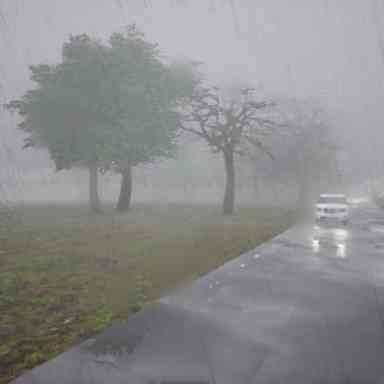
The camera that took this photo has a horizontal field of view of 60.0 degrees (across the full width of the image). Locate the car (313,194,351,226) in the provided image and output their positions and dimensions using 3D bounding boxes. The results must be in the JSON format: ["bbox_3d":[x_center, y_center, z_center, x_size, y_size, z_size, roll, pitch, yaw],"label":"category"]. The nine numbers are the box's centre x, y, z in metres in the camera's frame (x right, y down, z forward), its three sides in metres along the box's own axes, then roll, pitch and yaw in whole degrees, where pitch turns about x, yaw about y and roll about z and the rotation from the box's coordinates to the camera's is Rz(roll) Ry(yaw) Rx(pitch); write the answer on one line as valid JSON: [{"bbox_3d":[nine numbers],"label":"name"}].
[{"bbox_3d":[10.134,1.189,24.035,2.150,2.045,5.566,1,0,27],"label":"car"}]
